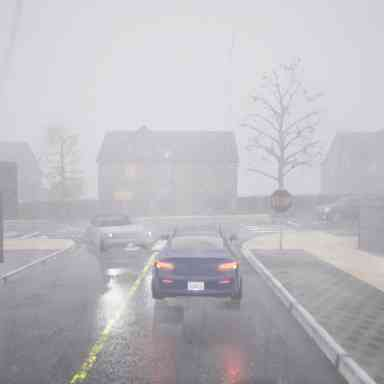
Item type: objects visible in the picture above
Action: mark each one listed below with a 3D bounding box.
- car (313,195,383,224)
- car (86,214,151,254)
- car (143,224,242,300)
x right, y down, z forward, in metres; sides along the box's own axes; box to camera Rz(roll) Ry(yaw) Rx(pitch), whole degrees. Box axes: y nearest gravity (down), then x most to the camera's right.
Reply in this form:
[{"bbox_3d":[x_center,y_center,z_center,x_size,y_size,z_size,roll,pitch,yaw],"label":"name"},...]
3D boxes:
[{"bbox_3d":[10.186,1.045,21.360,4.553,1.767,2.097,-1,1,-2],"label":"car"},{"bbox_3d":[-3.131,1.608,13.897,1.895,1.301,4.718,0,0,-26],"label":"car"},{"bbox_3d":[0.170,1.525,8.276,1.812,1.442,4.674,0,0,3],"label":"car"}]
